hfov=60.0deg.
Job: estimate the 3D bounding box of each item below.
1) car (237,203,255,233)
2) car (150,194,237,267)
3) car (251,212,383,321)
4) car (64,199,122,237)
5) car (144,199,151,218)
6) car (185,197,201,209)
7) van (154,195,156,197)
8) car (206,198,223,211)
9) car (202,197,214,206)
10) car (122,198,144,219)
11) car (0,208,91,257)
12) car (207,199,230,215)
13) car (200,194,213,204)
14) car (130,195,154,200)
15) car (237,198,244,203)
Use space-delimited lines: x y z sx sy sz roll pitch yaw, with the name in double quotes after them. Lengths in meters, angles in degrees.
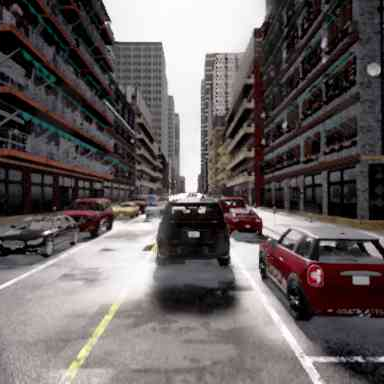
2.703 1.539 18.346 1.887 1.381 4.507 1 0 0 "car"
0.029 1.219 11.530 2.150 2.045 5.566 0 0 0 "car"
2.705 1.439 7.264 1.967 1.590 4.097 1 0 0 "car"
-5.674 1.310 18.292 2.192 1.841 5.009 1 0 0 "car"
-3.051 1.589 30.181 1.895 1.301 4.718 0 0 0 "car"
0.097 1.472 45.443 2.128 1.511 4.902 0 0 0 "car"
-5.676 1.322 45.994 1.690 1.788 3.998 1 0 0 "van"
2.702 1.508 40.677 1.752 1.417 4.829 1 0 0 "car"
2.700 1.519 57.128 1.887 1.381 4.507 1 0 0 "car"
-5.679 1.515 29.203 1.752 1.417 4.829 1 0 0 "car"
-5.678 1.548 12.751 2.008 1.369 4.403 1 0 0 "car"
2.701 1.537 34.966 2.008 1.369 4.403 1 0 0 "car"
2.704 1.285 62.669 2.192 1.841 5.009 1 0 0 "car"
-5.675 1.301 34.913 2.192 1.841 5.009 1 0 0 "car"
2.706 1.307 23.885 2.192 1.841 5.009 1 0 0 "car"
